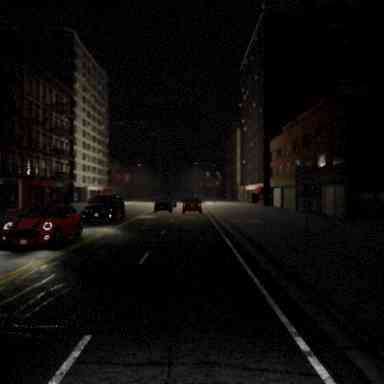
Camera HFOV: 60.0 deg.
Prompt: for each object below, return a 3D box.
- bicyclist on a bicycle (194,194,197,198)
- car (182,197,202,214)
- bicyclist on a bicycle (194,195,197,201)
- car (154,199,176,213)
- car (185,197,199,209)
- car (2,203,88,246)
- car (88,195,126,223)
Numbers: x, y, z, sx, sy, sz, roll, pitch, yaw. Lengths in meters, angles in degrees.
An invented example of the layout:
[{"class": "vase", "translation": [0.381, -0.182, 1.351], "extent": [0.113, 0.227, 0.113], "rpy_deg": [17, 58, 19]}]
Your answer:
[{"class": "bicyclist on a bicycle", "translation": [0.911, 1.392, 78.554], "extent": [0.659, 1.776, 1.843], "rpy_deg": [0, 0, 0]}, {"class": "car", "translation": [0.008, 1.362, 35.627], "extent": [2.097, 1.767, 4.553], "rpy_deg": [0, 0, 0]}, {"class": "bicyclist on a bicycle", "translation": [0.915, 1.477, 87.559], "extent": [0.582, 1.620, 1.656], "rpy_deg": [0, 0, 0]}, {"class": "car", "translation": [-3.143, 1.488, 37.085], "extent": [1.882, 1.535, 5.008], "rpy_deg": [0, 0, 0]}, {"class": "car", "translation": [0.030, 1.490, 47.602], "extent": [1.882, 1.535, 5.008], "rpy_deg": [0, 0, 0]}, {"class": "car", "translation": [-6.600, 1.357, 15.179], "extent": [2.097, 1.767, 4.553], "rpy_deg": [0, 0, -1]}, {"class": "car", "translation": [-6.586, 1.229, 25.664], "extent": [2.150, 2.045, 5.566], "rpy_deg": [0, 0, 0]}]
